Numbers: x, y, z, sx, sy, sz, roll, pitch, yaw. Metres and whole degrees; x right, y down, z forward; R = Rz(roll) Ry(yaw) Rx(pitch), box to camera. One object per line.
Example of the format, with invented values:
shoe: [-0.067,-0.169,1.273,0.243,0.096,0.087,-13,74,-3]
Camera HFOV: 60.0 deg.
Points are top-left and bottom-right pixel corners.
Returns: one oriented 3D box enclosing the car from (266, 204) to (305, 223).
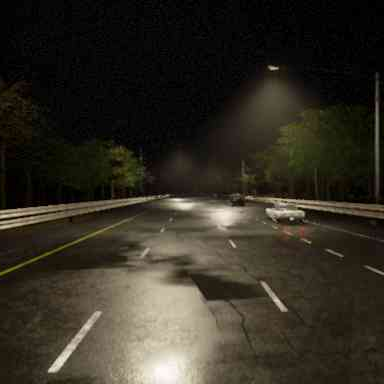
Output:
car: [7.029,1.603,25.609,1.895,1.301,4.718,0,0,0]

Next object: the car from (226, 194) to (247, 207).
car: [7.073,1.500,52.172,2.128,1.511,4.902,0,0,0]
